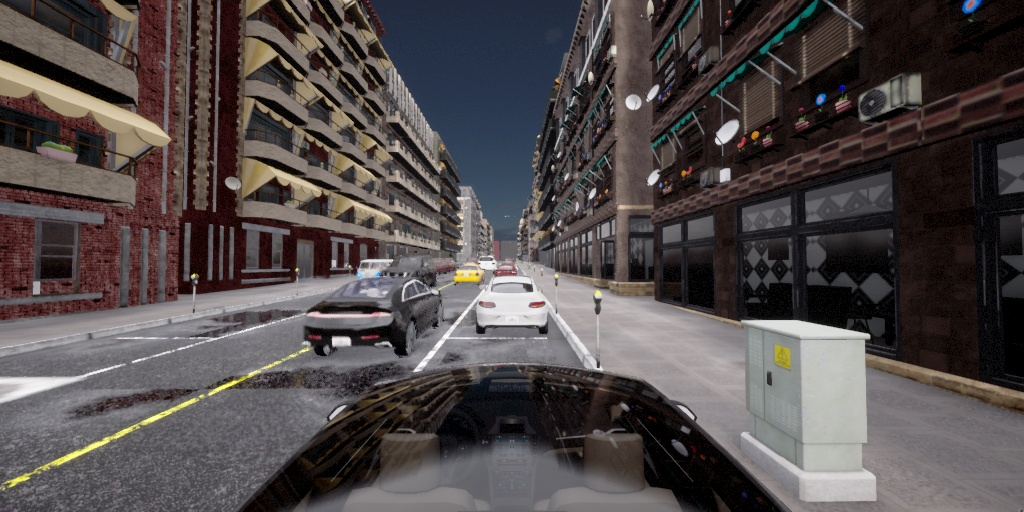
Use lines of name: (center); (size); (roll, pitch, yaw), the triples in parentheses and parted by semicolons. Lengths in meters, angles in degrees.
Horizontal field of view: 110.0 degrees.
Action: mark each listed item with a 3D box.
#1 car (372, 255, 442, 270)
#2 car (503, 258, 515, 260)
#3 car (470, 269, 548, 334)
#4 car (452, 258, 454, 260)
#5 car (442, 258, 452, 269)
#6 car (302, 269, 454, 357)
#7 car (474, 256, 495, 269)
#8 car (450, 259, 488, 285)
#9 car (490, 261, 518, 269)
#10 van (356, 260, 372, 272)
car: (-5.870, 0.986, 20.878); (2.150, 2.045, 5.566); (0, 0, 0)
car: (-0.446, 1.240, 39.134); (1.967, 1.591, 4.097); (0, 0, 0)
car: (0.003, 1.281, 10.503); (1.812, 1.442, 4.674); (0, 0, 0)
car: (-8.337, 1.128, 44.724); (2.192, 1.841, 5.009); (0, 0, 0)
car: (-8.336, 1.115, 39.194); (2.192, 1.841, 5.009); (0, 0, 0)
car: (-2.922, 1.246, 8.568); (2.128, 1.511, 4.902); (0, 0, 0)
car: (-2.927, 1.031, 43.096); (2.150, 2.045, 5.566); (0, 0, -1)
car: (-3.022, 1.230, 26.253); (1.801, 1.575, 5.366); (0, 0, 0)
car: (-0.453, 1.322, 28.072); (1.888, 1.381, 4.507); (0, 0, 0)
van: (-8.336, 1.108, 22.602); (1.690, 1.789, 3.998); (0, 0, 0)
